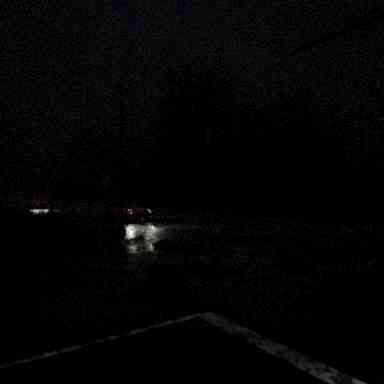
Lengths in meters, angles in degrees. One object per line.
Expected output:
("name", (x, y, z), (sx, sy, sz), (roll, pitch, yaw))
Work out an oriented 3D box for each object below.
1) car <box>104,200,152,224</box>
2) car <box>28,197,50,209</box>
("car", (-4.914, 1.381, 25.390), (2.097, 1.767, 4.553), (0, 0, -39))
("car", (-20.978, 1.484, 45.433), (1.882, 1.535, 5.008), (0, 0, -39))
